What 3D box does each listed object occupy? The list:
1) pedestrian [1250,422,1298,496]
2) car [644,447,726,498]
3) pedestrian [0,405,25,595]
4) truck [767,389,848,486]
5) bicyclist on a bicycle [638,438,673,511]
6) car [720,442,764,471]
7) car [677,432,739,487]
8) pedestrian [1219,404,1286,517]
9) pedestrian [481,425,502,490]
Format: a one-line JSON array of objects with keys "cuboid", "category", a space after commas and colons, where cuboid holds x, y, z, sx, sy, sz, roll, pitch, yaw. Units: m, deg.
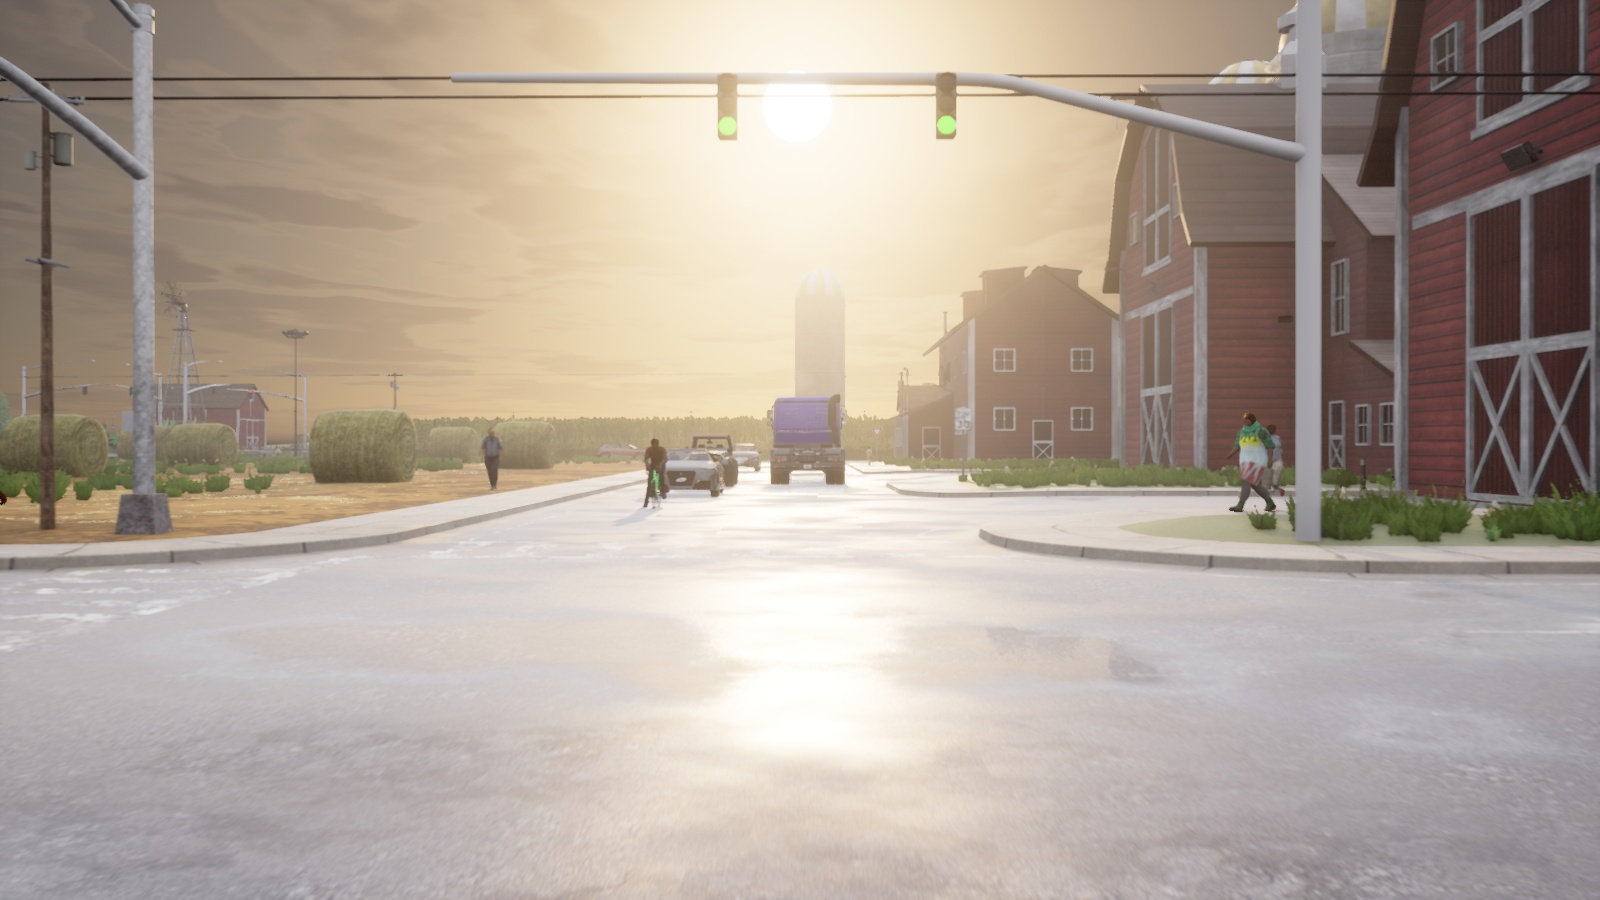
[{"cuboid": [12.021, 0.233, 31.879, 0.874, 1.855, 0.900, 0, 0, 0], "category": "pedestrian"}, {"cuboid": [-3.276, 0.618, 36.609, 1.994, 1.385, 4.181, 0, 0, 0], "category": "car"}, {"cuboid": [-8.276, 0.487, 12.220, 0.874, 1.855, 0.900, 0, 0, 8], "category": "pedestrian"}, {"cuboid": [0.294, -0.520, 49.208, 2.891, 3.462, 7.936, 0, 1, 0], "category": "truck"}, {"cuboid": [-3.321, 0.538, 28.921, 0.582, 1.620, 1.656, -1, 1, 0], "category": "bicyclist on a bicycle"}, {"cuboid": [-3.096, 0.346, 68.122, 2.128, 1.511, 4.902, 0, 0, 0], "category": "car"}, {"cuboid": [-3.230, 0.307, 44.795, 1.905, 1.878, 3.866, 0, 0, 0], "category": "car"}, {"cuboid": [7.968, 0.179, 22.123, 0.873, 1.952, 0.659, 0, 0, -19], "category": "pedestrian"}, {"cuboid": [-8.802, 0.207, 35.880, 0.540, 1.848, 0.694, 0, 0, -11], "category": "pedestrian"}]
